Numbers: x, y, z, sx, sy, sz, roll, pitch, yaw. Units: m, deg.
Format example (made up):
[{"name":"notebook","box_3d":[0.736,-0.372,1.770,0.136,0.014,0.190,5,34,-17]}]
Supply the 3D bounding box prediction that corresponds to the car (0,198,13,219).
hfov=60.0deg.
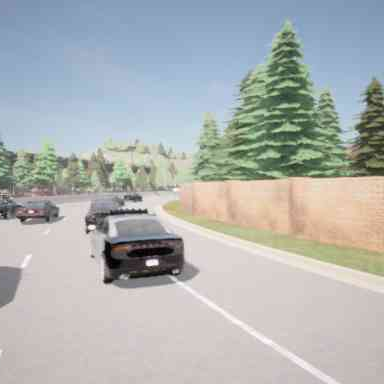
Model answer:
[{"name":"car","box_3d":[-14.733,1.258,25.900,1.837,1.490,4.892,-1,1,-11]}]

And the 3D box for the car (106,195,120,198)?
[{"name":"car","box_3d":[-6.091,1.202,22.711,1.882,1.535,5.008,-1,1,-13]}]

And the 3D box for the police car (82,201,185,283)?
[{"name":"police car","box_3d":[-1.852,1.299,9.607,1.930,1.638,5.238,-1,1,-22]}]

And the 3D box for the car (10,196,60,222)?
[{"name":"car","box_3d":[-10.804,1.298,23.722,2.033,1.411,5.357,-1,1,-12]}]

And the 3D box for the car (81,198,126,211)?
[{"name":"car","box_3d":[-4.731,1.289,17.682,1.837,1.490,4.892,-1,1,-17]}]

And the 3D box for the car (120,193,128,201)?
[{"name":"car","box_3d":[-9.626,1.064,40.639,1.994,1.385,4.181,0,1,2]}]

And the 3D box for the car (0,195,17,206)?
[{"name":"car","box_3d":[-26.903,1.123,46.951,1.994,1.385,4.181,-1,1,2]}]

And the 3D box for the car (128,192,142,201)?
[{"name":"car","box_3d":[-9.226,0.813,52.002,1.882,1.535,5.008,0,1,8]}]

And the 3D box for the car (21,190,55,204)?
[{"name":"car","box_3d":[-23.228,0.697,50.419,2.150,2.045,5.566,0,1,4]}]
